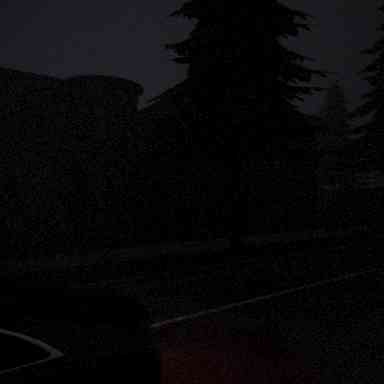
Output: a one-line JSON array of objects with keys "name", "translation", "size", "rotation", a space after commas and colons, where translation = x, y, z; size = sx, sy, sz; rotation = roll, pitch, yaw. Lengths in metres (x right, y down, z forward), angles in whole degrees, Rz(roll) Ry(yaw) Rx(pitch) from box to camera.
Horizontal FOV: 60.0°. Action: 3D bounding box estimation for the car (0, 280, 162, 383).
[{"name": "car", "translation": [-2.529, 1.484, 2.100], "size": [4.902, 1.511, 2.128], "rotation": [0, 0, -35]}]
